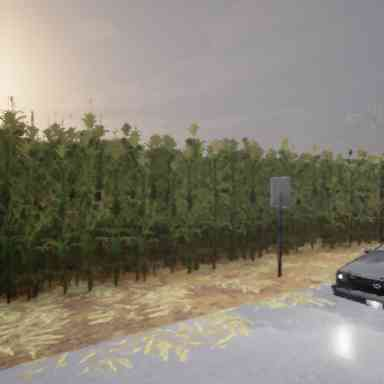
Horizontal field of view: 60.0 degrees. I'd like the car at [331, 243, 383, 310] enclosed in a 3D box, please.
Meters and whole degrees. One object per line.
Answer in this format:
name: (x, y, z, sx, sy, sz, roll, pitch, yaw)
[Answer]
car: (5.328, 1.545, 7.263, 5.357, 1.411, 2.033, 0, 0, -35)
